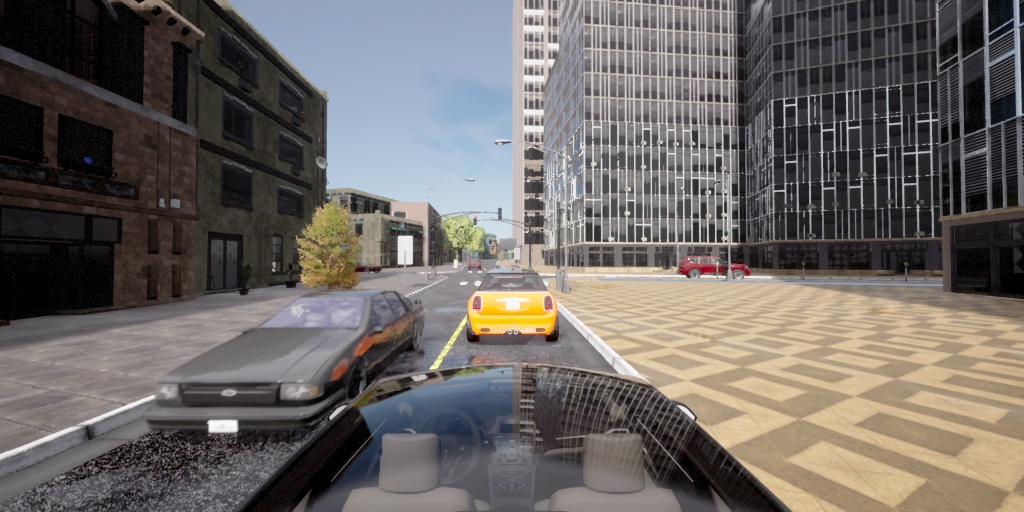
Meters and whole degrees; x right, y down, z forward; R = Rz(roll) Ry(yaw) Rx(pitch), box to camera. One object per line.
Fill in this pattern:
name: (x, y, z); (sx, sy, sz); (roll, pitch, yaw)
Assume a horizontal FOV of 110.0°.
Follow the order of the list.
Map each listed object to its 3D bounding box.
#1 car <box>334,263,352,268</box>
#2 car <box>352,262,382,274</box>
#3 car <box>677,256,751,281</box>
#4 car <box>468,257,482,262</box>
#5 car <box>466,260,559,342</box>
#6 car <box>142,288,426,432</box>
car: (-20.618, 1.317, 40.067); (4.313, 1.339, 1.948); (0, 0, 18)
car: (-17.547, 1.386, 41.679); (4.718, 1.301, 1.895); (0, -1, 18)
car: (15.722, 0.938, 28.211); (5.009, 1.841, 2.192); (0, 0, 18)
car: (-5.521, 1.240, 53.297); (1.882, 1.535, 5.008); (0, 0, -6)
car: (-0.003, 1.105, 9.944); (2.097, 1.767, 4.553); (0, 0, -1)
car: (-2.884, 1.298, 6.214); (2.033, 1.411, 5.357); (0, 0, 0)
